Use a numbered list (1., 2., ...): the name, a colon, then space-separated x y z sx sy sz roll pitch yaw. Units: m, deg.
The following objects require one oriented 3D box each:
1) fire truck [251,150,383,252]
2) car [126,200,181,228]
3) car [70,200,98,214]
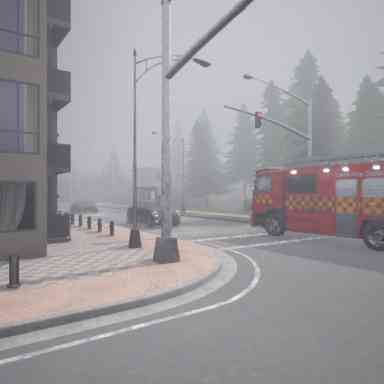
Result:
1. fire truck: 6.633 0.325 15.188 2.891 3.827 8.468 0 0 -35
2. car: -2.635 1.337 22.215 2.097 1.767 4.553 0 0 -35
3. car: -11.312 1.548 34.745 1.994 1.385 4.181 0 0 -35
